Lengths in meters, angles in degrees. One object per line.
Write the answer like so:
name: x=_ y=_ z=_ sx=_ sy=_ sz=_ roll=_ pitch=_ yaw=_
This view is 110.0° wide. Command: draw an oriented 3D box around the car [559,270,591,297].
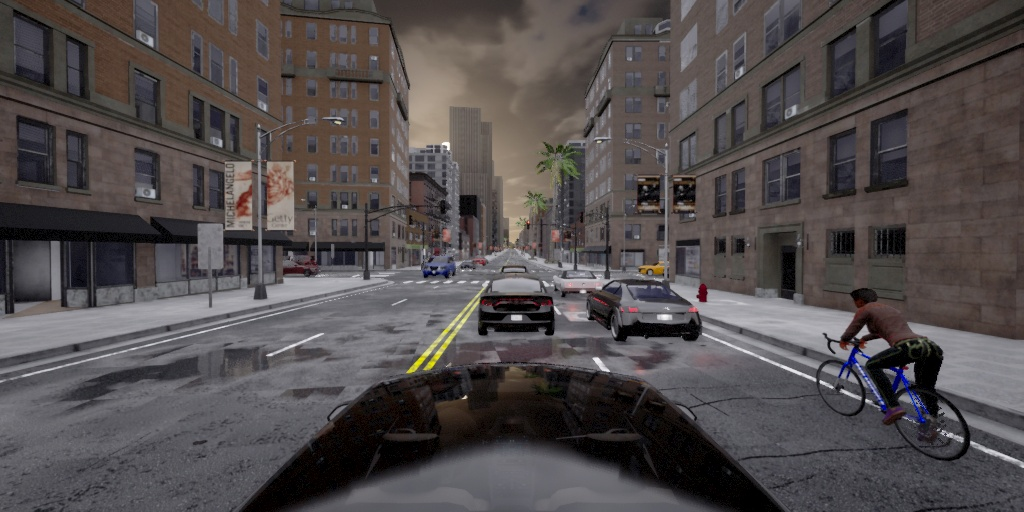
car: x=3.271 y=1.346 z=18.682 sx=1.895 sy=1.301 sz=4.718 roll=0 pitch=0 yaw=0

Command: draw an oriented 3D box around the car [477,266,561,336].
car: x=0.110 y=1.225 z=10.475 sx=1.882 sy=1.535 sz=5.008 roll=0 pitch=0 yaw=0

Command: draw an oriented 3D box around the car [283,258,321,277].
car: x=-20.414 y=1.144 z=33.475 sx=4.674 sy=1.442 sz=1.812 roll=0 pitch=1 yaw=-9

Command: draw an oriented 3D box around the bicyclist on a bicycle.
bicyclist on a bicycle: x=4.148 y=1.202 z=4.067 sx=0.582 sy=1.620 sz=1.656 roll=0 pitch=0 yaw=0

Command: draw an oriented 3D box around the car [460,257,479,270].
car: x=-6.531 y=1.300 z=53.694 sx=1.994 sy=1.385 sz=4.181 roll=0 pitch=0 yaw=0

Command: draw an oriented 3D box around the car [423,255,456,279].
car: x=-6.548 y=0.979 z=32.938 sx=2.150 sy=2.045 sz=5.566 roll=1 pitch=1 yaw=1

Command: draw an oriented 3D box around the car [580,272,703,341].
car: x=3.348 y=1.312 z=9.868 sx=1.994 sy=1.385 sz=4.181 roll=0 pitch=0 yaw=0

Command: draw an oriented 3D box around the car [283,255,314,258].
car: x=-23.849 y=0.831 z=38.802 sx=5.009 sy=1.841 sz=2.192 roll=0 pitch=0 yaw=-9

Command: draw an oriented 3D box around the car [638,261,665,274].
car: x=16.369 y=1.335 z=39.203 sx=5.008 sy=1.535 sz=1.882 roll=0 pitch=1 yaw=0

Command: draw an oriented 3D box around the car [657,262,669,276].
car: x=16.247 y=1.509 z=33.259 sx=4.313 sy=1.339 sz=1.948 roll=0 pitch=0 yaw=0
